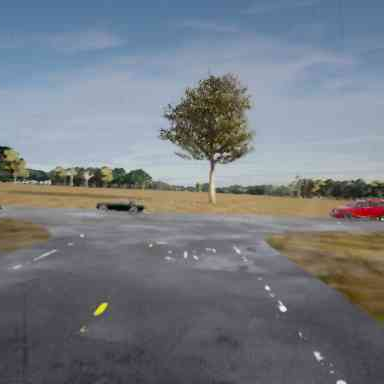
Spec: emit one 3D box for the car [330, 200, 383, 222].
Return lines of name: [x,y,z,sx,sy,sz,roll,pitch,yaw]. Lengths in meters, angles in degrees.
car: [15.951,1.751,31.192,5.566,2.045,2.150,0,0,1]

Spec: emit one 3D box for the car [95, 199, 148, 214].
car: [-6.699,1.319,31.716,4.718,1.301,1.895,3,0,1]

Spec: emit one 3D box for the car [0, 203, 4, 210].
car: [-17.273,0.807,25.071,5.357,1.411,2.033,2,0,2]
